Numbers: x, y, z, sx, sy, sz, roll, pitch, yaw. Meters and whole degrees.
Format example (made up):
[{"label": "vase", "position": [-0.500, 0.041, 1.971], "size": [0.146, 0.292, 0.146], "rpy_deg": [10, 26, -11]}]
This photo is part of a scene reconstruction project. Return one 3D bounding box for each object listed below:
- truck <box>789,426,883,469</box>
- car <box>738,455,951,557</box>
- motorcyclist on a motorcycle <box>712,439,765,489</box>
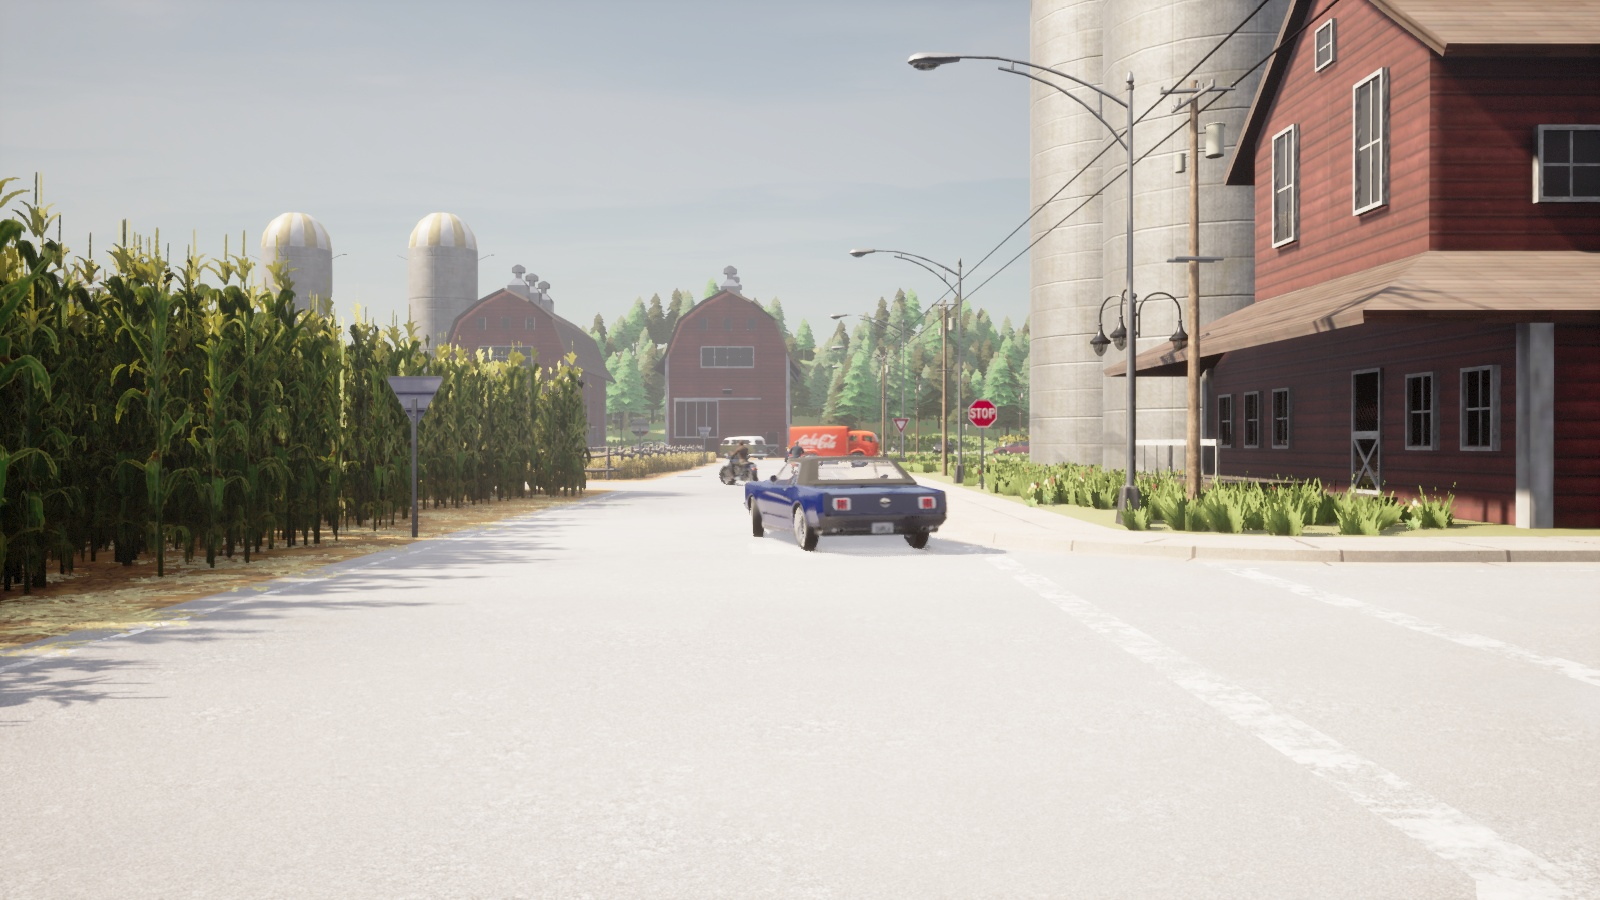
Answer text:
[{"label": "truck", "position": [2.135, -0.154, 73.539], "size": [5.204, 2.467, 2.627], "rpy_deg": [0, 1, 8]}, {"label": "car", "position": [0.502, 0.739, 18.915], "size": [1.895, 1.301, 4.718], "rpy_deg": [0, 0, -15]}, {"label": "motorcyclist on a motorcycle", "position": [-2.125, 0.451, 43.204], "size": [0.766, 1.649, 2.350], "rpy_deg": [-2, 1, -30]}]
